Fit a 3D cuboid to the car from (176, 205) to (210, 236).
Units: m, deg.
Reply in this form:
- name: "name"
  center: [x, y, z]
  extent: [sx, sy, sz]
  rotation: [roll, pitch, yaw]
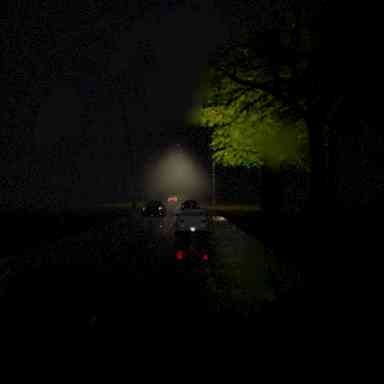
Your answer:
- name: "car"
  center: [0.027, 1.693, 19.425]
  extent: [1.812, 1.442, 4.674]
  rotation: [0, 0, 0]

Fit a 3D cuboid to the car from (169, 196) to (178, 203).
- name: "car"
  center: [-4.332, 1.631, 74.868]
  extent: [2.097, 1.767, 4.553]
  rotation: [0, 0, -1]

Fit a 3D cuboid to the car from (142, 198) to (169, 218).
- name: "car"
  center: [-3.785, 1.621, 33.629]
  extent: [2.097, 1.767, 4.553]
  rotation: [0, 0, -1]

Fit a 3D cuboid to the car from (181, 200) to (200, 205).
- name: "car"
  center: [-0.138, 1.652, 38.243]
  extent: [2.097, 1.767, 4.553]
  rotation: [0, 0, -1]
